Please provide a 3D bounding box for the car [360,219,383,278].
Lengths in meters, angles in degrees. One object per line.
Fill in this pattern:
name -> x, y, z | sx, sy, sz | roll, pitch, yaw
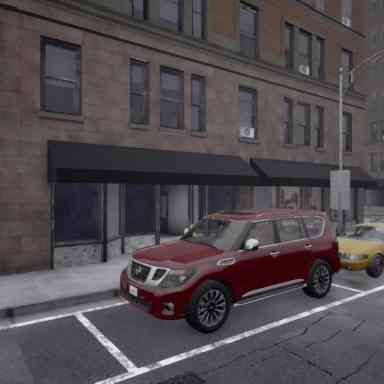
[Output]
car -> 5.564, 1.525, 10.157 | 4.829, 1.417, 1.752 | 0, 0, -35

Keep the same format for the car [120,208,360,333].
car -> 1.077, 1.315, 6.963 | 5.009, 1.841, 2.192 | 0, 0, -35
